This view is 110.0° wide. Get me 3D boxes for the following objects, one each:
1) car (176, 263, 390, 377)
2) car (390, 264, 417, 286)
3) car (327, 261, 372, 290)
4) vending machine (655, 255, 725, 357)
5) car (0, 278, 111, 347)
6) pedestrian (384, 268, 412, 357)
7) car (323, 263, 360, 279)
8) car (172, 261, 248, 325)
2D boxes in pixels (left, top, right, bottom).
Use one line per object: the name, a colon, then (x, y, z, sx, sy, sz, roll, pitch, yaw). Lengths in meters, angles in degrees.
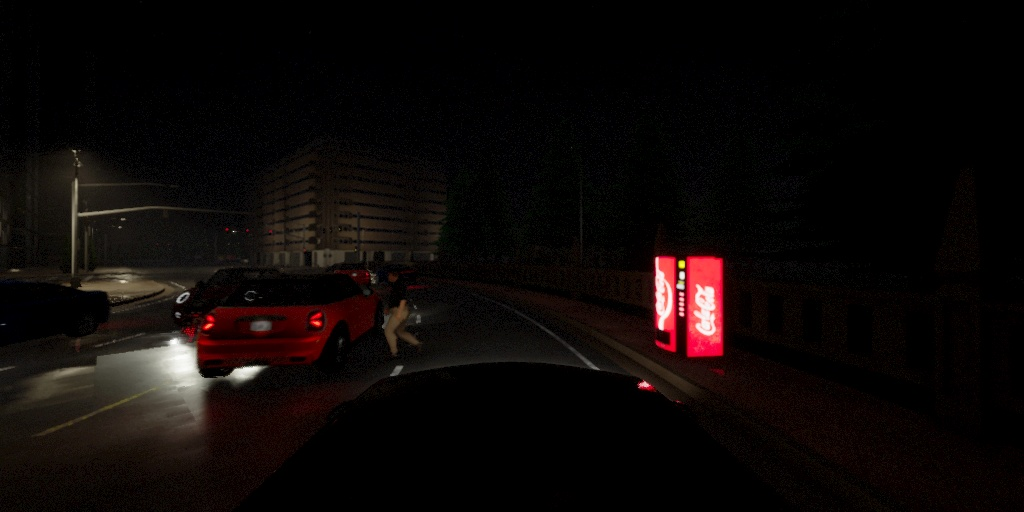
car: (-4.246, 1.136, 7.740, 2.097, 1.767, 4.553, 0, 0, -8)
car: (-8.911, 1.373, 27.382, 1.882, 1.535, 5.008, 0, -1, -36)
car: (-11.174, 1.232, 24.483, 2.097, 1.767, 4.553, 0, 0, -34)
vending machine: (3.544, 0.974, 7.231, 1.100, 2.100, 0.880, 0, 0, -7)
car: (-11.331, 1.265, 7.443, 1.882, 1.535, 5.008, 0, 0, -12)
pedestrian: (-2.270, 1.075, 7.158, 0.375, 1.860, 0.375, 0, 0, -8)
car: (-17.403, 1.475, 36.480, 4.674, 1.442, 1.812, 0, 0, 42)
car: (-8.942, 1.162, 11.925, 2.097, 1.767, 4.553, 0, 0, -19)
